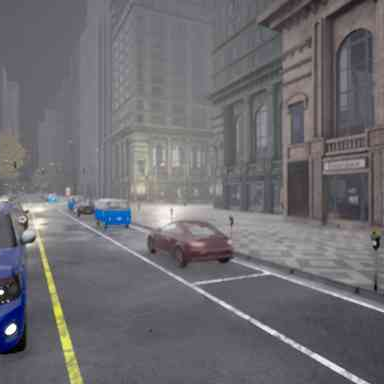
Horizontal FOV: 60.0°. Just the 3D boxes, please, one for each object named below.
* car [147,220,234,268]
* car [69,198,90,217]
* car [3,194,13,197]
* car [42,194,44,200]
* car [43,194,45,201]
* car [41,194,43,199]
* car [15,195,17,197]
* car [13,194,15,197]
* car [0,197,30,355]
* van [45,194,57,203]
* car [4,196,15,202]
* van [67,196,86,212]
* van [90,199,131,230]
[{"bbox_3d":[-0.180,1.578,11.167,1.802,1.307,4.206,0,0,-26],"label":"car"},{"bbox_3d":[-9.997,1.536,30.967,1.887,1.381,4.507,0,0,-26],"label":"car"},{"bbox_3d":[-34.512,1.530,61.159,1.752,1.417,4.829,0,0,-26],"label":"car"},{"bbox_3d":[-34.155,1.558,79.637,1.887,1.381,4.507,0,0,-26],"label":"car"},{"bbox_3d":[-31.749,1.575,74.788,1.947,1.339,4.313,0,0,-26],"label":"car"},{"bbox_3d":[-36.561,1.601,84.487,1.802,1.307,4.206,0,0,-26],"label":"car"},{"bbox_3d":[-41.633,1.331,75.531,2.192,1.841,5.009,0,0,-26],"label":"car"},{"bbox_3d":[-39.284,1.556,70.793,1.887,1.381,4.507,0,0,-26],"label":"car"},{"bbox_3d":[-4.112,1.220,5.882,2.150,2.045,5.566,0,0,-26],"label":"car"},{"bbox_3d":[-29.343,1.346,69.939,1.690,1.788,3.998,0,0,-26],"label":"van"},{"bbox_3d":[-43.984,1.572,80.269,2.008,1.369,4.403,0,0,-26],"label":"car"},{"bbox_3d":[-12.451,1.332,35.917,1.690,1.788,3.998,0,0,-26],"label":"van"},{"bbox_3d":[-5.088,1.334,21.068,1.690,1.788,3.998,0,0,-26],"label":"van"}]
